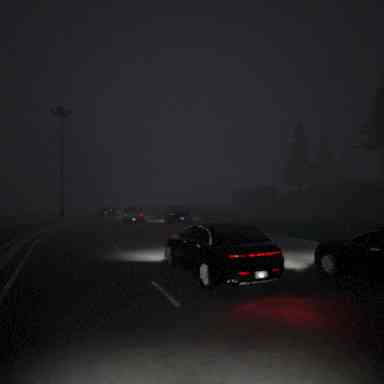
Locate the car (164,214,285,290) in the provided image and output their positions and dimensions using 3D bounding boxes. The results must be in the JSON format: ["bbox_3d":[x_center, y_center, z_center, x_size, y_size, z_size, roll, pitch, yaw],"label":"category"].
[{"bbox_3d":[0.645,1.595,9.526,1.837,1.490,4.892,-1,-1,-21],"label":"car"}]

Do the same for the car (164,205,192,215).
[{"bbox_3d":[-1.170,1.828,27.192,1.812,1.442,4.674,-1,-1,-11],"label":"car"}]

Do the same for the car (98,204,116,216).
[{"bbox_3d":[-10.593,2.204,41.678,1.895,1.301,4.718,-1,-1,-9],"label":"car"}]

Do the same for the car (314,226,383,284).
[{"bbox_3d":[4.985,1.507,7.769,1.837,1.490,4.892,0,-1,-20],"label":"car"}]

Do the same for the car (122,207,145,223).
[{"bbox_3d":[-5.225,1.995,29.853,1.895,1.301,4.718,-1,-1,-10],"label":"car"}]
